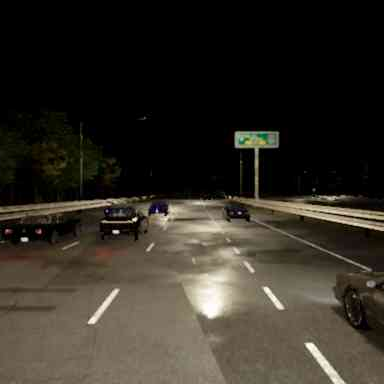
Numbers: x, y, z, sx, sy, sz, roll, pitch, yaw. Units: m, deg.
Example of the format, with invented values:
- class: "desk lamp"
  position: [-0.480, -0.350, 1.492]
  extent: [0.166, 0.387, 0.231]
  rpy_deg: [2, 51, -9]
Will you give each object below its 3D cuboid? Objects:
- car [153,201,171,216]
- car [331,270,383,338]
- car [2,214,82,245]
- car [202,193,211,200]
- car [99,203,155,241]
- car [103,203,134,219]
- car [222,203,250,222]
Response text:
- class: "car"
  position: [-3.329, 1.661, 33.985]
  extent: [1.812, 1.442, 4.674]
  rpy_deg: [0, 0, 0]
- class: "car"
  position: [3.580, 1.567, 3.902]
  extent: [2.033, 1.411, 5.357]
  rpy_deg: [0, 0, 0]
- class: "car"
  position: [-6.893, 1.676, 15.938]
  extent: [1.895, 1.301, 4.718]
  rpy_deg: [0, 0, 0]
- class: "car"
  position: [4.294, 1.551, 94.985]
  extent: [1.837, 1.490, 4.892]
  rpy_deg: [0, 0, 1]
- class: "car"
  position: [-3.391, 1.572, 17.264]
  extent: [2.128, 1.511, 4.902]
  rpy_deg: [0, 0, 0]
- class: "car"
  position: [-6.843, 1.730, 31.559]
  extent: [1.895, 1.301, 4.718]
  rpy_deg: [0, 0, 0]
- class: "car"
  position: [3.641, 1.666, 27.855]
  extent: [2.033, 1.411, 5.357]
  rpy_deg: [0, 0, 0]
